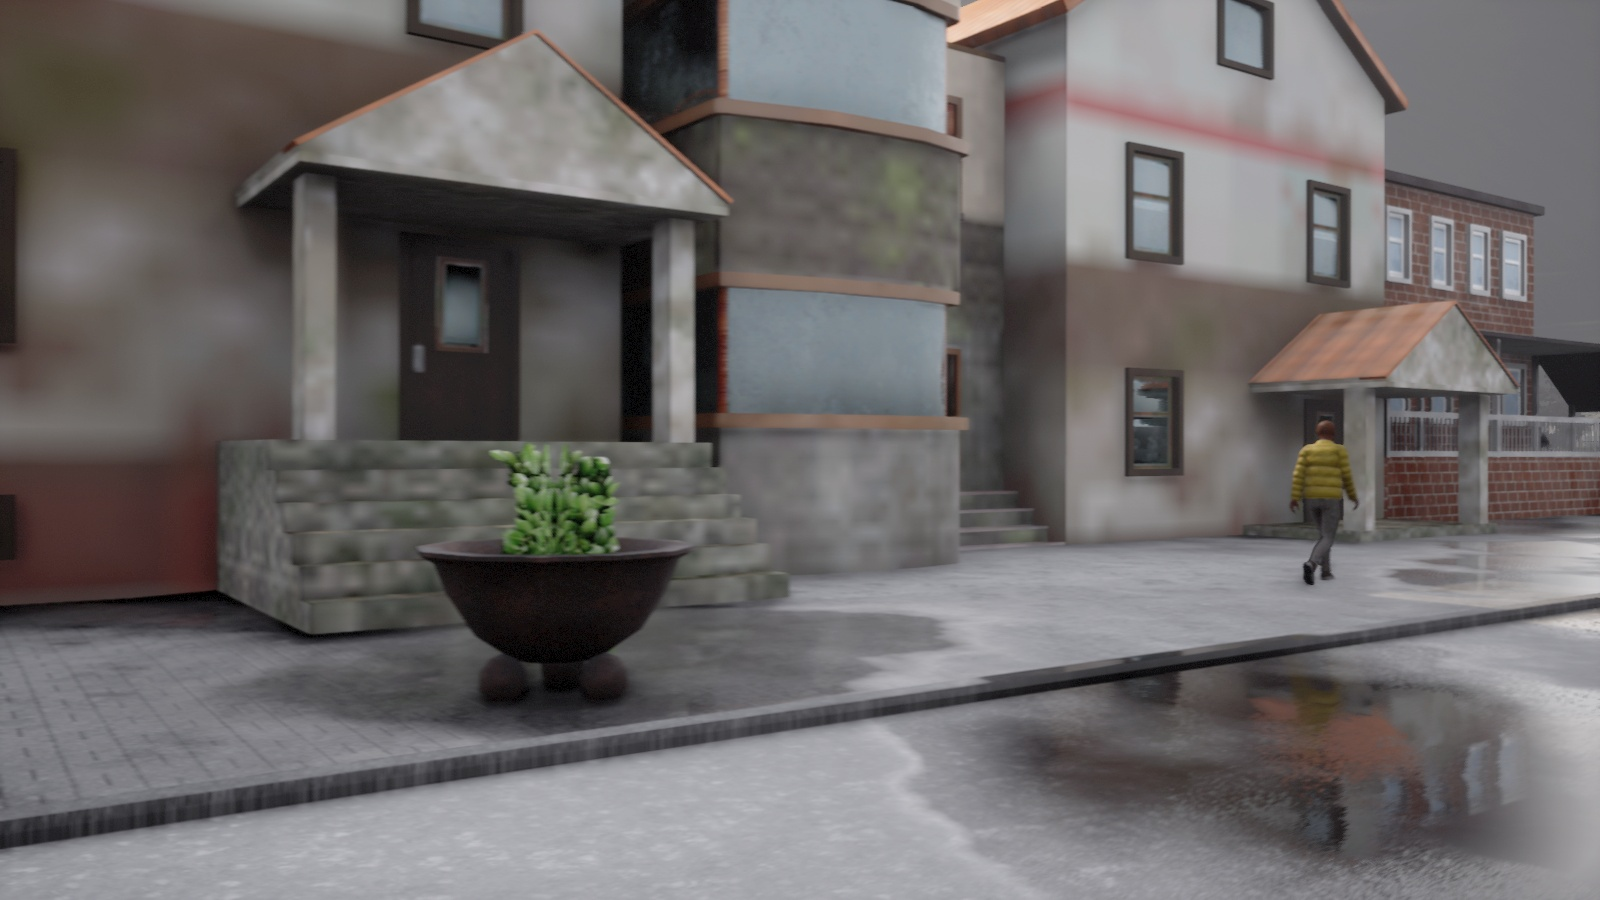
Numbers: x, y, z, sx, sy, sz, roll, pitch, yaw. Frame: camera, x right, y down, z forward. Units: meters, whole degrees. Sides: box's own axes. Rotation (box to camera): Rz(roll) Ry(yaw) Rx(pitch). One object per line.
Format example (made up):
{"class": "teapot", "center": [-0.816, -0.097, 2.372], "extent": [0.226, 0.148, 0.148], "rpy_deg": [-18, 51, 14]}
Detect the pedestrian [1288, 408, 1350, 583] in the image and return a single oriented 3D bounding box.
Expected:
{"class": "pedestrian", "center": [5.604, 0.473, 13.550], "extent": [0.370, 1.835, 0.726], "rpy_deg": [0, 0, 44]}
